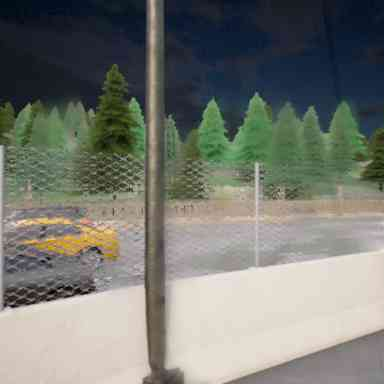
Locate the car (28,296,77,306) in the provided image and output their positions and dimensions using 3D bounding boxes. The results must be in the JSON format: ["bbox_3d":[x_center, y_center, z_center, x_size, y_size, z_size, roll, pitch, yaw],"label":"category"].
[{"bbox_3d":[-3.771,1.562,5.433,4.181,1.385,1.994,0,0,-34],"label":"car"}]
